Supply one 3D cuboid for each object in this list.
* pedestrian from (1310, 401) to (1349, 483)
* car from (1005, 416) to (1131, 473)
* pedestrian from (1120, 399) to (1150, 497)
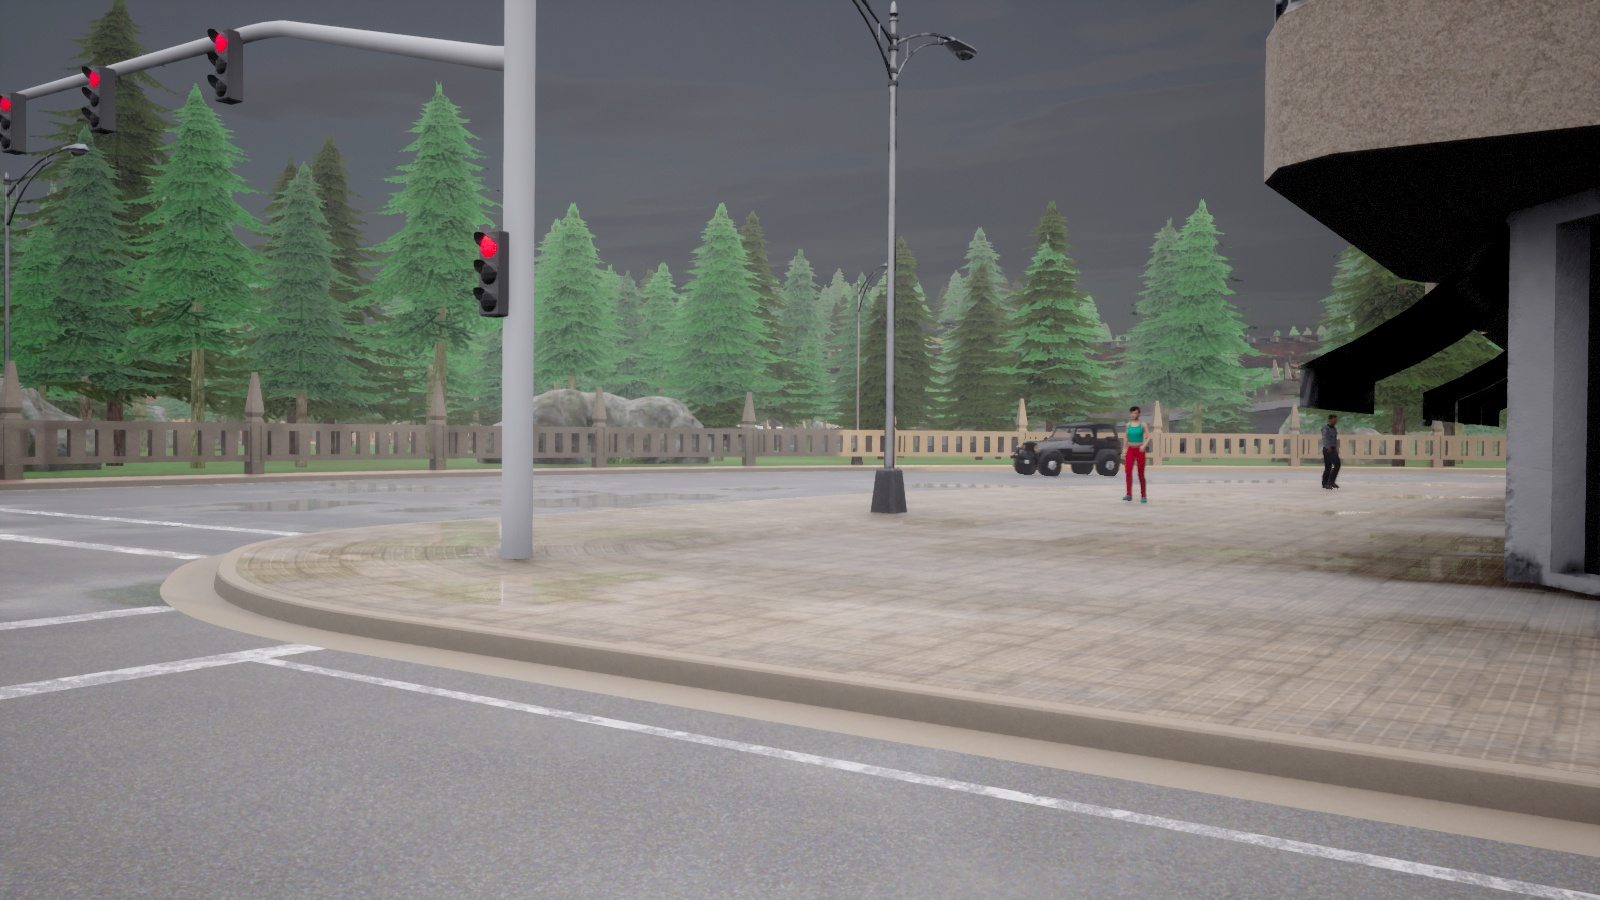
[{"bbox_3d":[12.771,-0.199,30.302,0.423,1.949,0.788,-1,1,-27],"label":"pedestrian"},{"bbox_3d":[9.326,-0.209,43.688,3.866,1.878,1.905,-1,1,-21],"label":"car"},{"bbox_3d":[6.335,-0.045,23.749,0.345,1.836,0.594,0,1,36],"label":"pedestrian"}]
